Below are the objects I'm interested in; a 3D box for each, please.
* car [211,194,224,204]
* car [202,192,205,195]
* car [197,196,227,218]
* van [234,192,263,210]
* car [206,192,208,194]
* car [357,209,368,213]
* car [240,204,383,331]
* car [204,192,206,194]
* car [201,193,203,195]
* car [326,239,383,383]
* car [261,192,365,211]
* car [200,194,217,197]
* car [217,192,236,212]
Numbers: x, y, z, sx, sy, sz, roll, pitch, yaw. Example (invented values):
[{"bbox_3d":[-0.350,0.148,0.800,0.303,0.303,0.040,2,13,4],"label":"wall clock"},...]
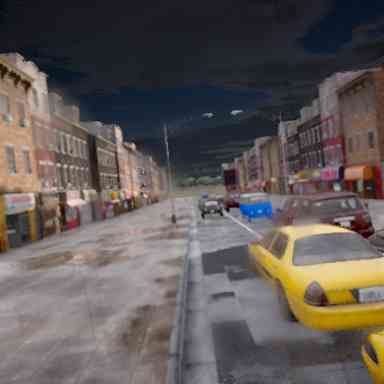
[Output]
[{"bbox_3d":[4.268,1.182,55.772,1.802,1.307,4.206,-7,0,0],"label":"car"},{"bbox_3d":[4.285,1.143,83.434,1.947,1.339,4.313,-7,0,0],"label":"car"},{"bbox_3d":[1.668,1.405,29.510,1.812,1.442,4.674,-6,0,1],"label":"car"},{"bbox_3d":[4.217,0.976,22.576,1.690,1.788,3.998,-7,0,0],"label":"van"},{"bbox_3d":[4.269,1.115,67.006,1.752,1.417,4.829,-7,0,0],"label":"car"},{"bbox_3d":[4.231,1.201,5.980,2.008,1.369,4.403,-7,0,0],"label":"car"},{"bbox_3d":[2.323,1.293,6.873,1.801,1.575,5.366,-6,0,0],"label":"car"},{"bbox_3d":[4.276,1.136,72.369,2.008,1.369,4.403,-7,0,0],"label":"car"},{"bbox_3d":[4.289,1.138,88.966,1.947,1.339,4.313,-7,0,0],"label":"car"},{"bbox_3d":[2.430,1.288,0.875,1.801,1.575,5.366,-6,0,0],"label":"car"},{"bbox_3d":[4.206,0.961,11.511,2.192,1.841,5.009,-7,0,0],"label":"car"},{"bbox_3d":[1.657,1.417,42.384,2.033,1.411,5.357,-6,0,0],"label":"car"},{"bbox_3d":[4.221,0.938,33.641,2.192,1.841,5.009,-7,0,0],"label":"car"}]
